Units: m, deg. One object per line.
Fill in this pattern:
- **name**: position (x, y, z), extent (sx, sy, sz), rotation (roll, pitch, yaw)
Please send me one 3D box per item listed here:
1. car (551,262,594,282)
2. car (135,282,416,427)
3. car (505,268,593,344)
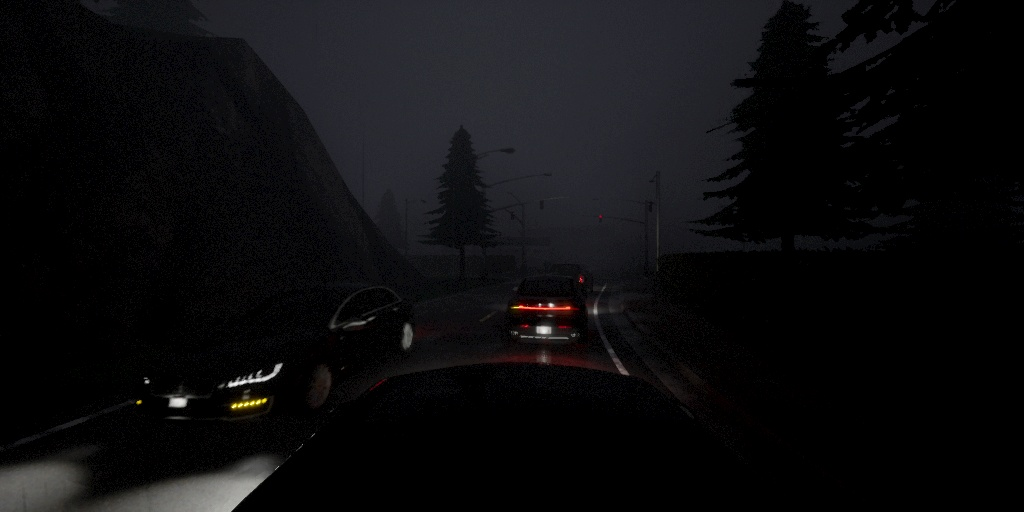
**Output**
- **car**: position (3.017, 1.102, 18.583), extent (2.097, 1.767, 4.553), rotation (0, 0, 17)
- **car**: position (-3.194, 1.255, 6.100), extent (1.837, 1.490, 4.892), rotation (0, 0, 6)
- **car**: position (1.018, 1.255, 9.661), extent (1.837, 1.490, 4.892), rotation (0, 0, 9)
